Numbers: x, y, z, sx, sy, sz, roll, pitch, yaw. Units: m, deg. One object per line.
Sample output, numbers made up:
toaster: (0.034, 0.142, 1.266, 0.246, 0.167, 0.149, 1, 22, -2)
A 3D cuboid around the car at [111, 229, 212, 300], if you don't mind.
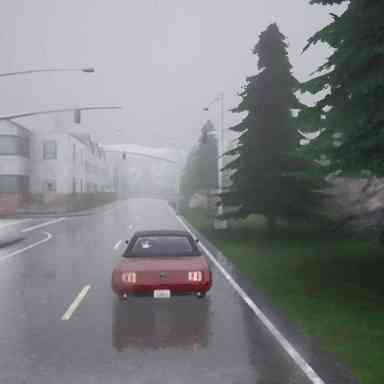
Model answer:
car: (-0.741, 1.593, 8.359, 1.895, 1.301, 4.718, 0, 0, -5)
